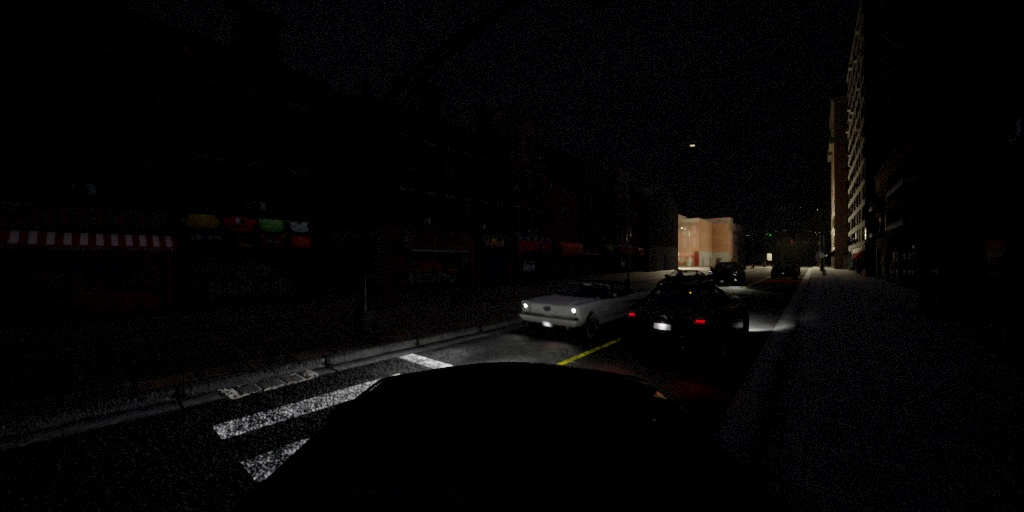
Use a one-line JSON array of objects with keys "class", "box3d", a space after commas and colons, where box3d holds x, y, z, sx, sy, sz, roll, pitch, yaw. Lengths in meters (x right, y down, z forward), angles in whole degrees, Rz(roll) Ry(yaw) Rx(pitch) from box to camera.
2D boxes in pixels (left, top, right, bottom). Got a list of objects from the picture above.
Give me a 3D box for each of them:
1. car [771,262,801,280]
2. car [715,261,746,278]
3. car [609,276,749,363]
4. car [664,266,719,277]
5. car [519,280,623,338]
[{"class": "car", "box3d": [25.896, 1.408, 34.038, 1.882, 1.535, 5.008, 0, -1, 40]}, {"class": "car", "box3d": [16.333, 1.243, 27.263, 2.097, 1.767, 4.553, 0, 0, 39]}, {"class": "car", "box3d": [4.206, 1.344, 8.473, 1.994, 1.385, 4.181, 0, 0, 40]}, {"class": "car", "box3d": [9.006, 1.404, 18.554, 1.994, 1.385, 4.181, 0, 0, 41]}, {"class": "car", "box3d": [2.288, 1.396, 10.618, 1.895, 1.301, 4.718, 0, 0, 40]}]
